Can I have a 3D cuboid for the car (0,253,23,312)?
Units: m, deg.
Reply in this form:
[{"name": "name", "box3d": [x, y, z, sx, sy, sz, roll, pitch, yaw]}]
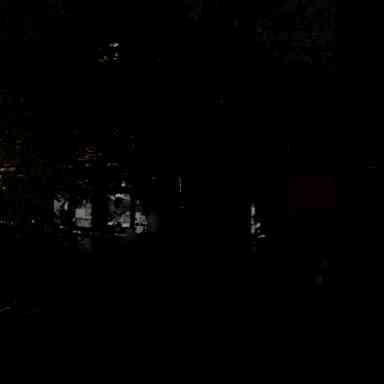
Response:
[{"name": "car", "box3d": [-4.983, 1.548, 6.432, 4.403, 1.369, 2.008, 0, 1, 36]}]
